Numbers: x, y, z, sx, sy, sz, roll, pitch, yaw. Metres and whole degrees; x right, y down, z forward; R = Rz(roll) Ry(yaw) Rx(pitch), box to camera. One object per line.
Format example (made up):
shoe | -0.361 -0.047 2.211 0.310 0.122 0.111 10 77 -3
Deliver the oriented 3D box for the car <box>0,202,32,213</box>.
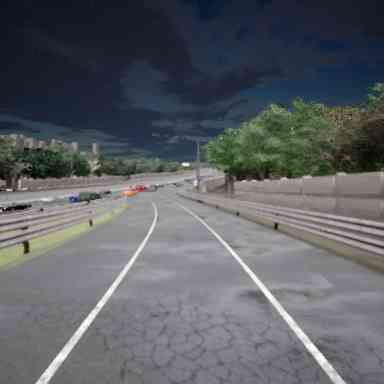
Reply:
car | -22.366 1.862 41.944 1.895 1.301 4.718 0 3 9

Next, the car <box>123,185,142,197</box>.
car | -13.547 0.011 74.427 2.097 1.767 4.553 1 3 9

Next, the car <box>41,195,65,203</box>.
car | -23.545 1.188 56.684 1.895 1.301 4.718 0 3 9

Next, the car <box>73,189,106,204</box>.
car | -16.754 0.893 54.798 2.150 2.045 5.566 0 3 9

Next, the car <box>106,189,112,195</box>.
car | -20.191 0.035 77.165 2.128 1.511 4.902 1 3 9

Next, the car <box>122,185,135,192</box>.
car | -17.564 -0.971 92.887 2.097 1.767 4.553 1 3 9

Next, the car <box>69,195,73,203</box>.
car | -19.707 0.973 58.479 1.882 1.535 5.008 0 3 9

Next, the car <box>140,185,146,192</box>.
car | -14.096 -1.075 92.399 2.150 2.045 5.566 1 3 9

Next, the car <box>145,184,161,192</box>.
car | -10.643 -0.718 91.846 1.994 1.385 4.181 1 3 9
